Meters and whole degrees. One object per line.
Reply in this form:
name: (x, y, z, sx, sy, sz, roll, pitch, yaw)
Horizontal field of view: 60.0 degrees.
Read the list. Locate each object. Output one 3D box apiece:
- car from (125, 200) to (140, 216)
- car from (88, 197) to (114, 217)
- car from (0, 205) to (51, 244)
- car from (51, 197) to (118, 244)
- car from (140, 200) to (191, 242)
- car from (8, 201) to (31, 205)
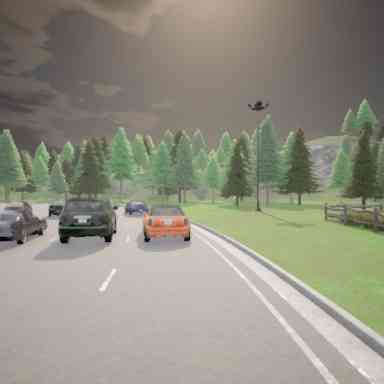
car: (-5.506, 1.530, 33.052, 1.812, 1.442, 4.674, 0, 0, -19)
car: (-8.811, 1.363, 31.900, 2.097, 1.767, 4.553, 0, 0, -19)
car: (-8.292, 1.560, 15.439, 2.033, 1.411, 5.357, 0, 0, -9)
car: (-4.844, 1.255, 16.037, 2.150, 2.045, 5.566, 0, 0, -9)
car: (-1.381, 1.363, 16.547, 2.097, 1.767, 4.553, 0, 0, -9)
car: (-15.450, 1.530, 29.682, 1.812, 1.442, 4.674, 0, 0, -19)
